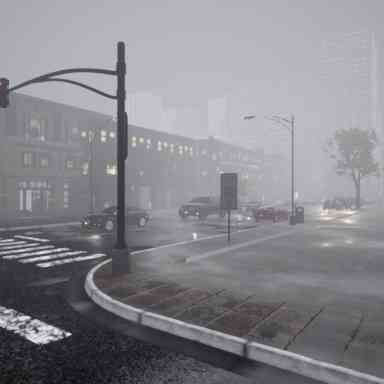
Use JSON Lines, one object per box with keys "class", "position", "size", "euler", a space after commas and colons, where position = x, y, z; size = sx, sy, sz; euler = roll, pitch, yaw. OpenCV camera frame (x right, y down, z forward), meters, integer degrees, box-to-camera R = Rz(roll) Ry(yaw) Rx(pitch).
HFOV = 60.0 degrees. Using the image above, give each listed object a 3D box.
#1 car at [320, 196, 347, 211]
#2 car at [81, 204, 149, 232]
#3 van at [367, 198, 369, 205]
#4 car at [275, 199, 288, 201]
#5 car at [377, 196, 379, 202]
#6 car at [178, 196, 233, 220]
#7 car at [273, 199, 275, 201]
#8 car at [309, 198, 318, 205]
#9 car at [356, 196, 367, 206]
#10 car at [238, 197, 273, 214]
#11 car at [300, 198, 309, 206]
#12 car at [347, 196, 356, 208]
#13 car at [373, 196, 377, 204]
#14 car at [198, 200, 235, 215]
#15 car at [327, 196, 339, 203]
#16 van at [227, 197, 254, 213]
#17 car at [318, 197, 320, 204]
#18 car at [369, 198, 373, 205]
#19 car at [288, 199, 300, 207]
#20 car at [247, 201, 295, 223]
{"class": "car", "position": [19.214, 1.676, 45.149], "size": [1.967, 1.590, 4.097], "euler": [0, -1, 35]}
{"class": "car", "position": [-4.763, 1.578, 21.188], "size": [1.837, 1.490, 4.892], "euler": [0, 0, 34]}
{"class": "van", "position": [31.940, 1.699, 63.222], "size": [1.690, 1.788, 3.998], "euler": [0, -1, 35]}
{"class": "car", "position": [12.264, 1.759, 49.833], "size": [1.752, 1.417, 4.829], "euler": [0, -1, 35]}
{"class": "car", "position": [41.485, 2.037, 76.774], "size": [1.802, 1.307, 4.206], "euler": [0, -1, 35]}
{"class": "car", "position": [1.124, 1.340, 29.507], "size": [2.150, 2.045, 5.566], "euler": [0, 0, 35]}
{"class": "car", "position": [9.180, 1.756, 45.454], "size": [2.008, 1.369, 4.403], "euler": [0, 0, 35]}
{"class": "car", "position": [21.907, 1.876, 63.527], "size": [2.008, 1.369, 4.403], "euler": [0, -1, 35]}
{"class": "car", "position": [28.759, 1.642, 58.704], "size": [2.192, 1.841, 5.009], "euler": [0, -1, 35]}
{"class": "car", "position": [7.036, 1.660, 37.881], "size": [2.128, 1.511, 4.902], "euler": [0, 0, 35]}
{"class": "car", "position": [18.725, 1.846, 59.009], "size": [2.008, 1.369, 4.403], "euler": [0, -1, 35]}
{"class": "car", "position": [22.395, 1.581, 49.668], "size": [2.192, 1.841, 5.009], "euler": [0, -1, 35]}
{"class": "car", "position": [38.402, 1.948, 72.396], "size": [1.752, 1.417, 4.829], "euler": [0, -1, 35]}
{"class": "car", "position": [2.719, 1.674, 36.279], "size": [1.752, 1.417, 4.829], "euler": [0, 0, 35]}
{"class": "car", "position": [34.633, 1.893, 81.599], "size": [1.967, 1.590, 4.097], "euler": [0, -1, 35]}
{"class": "van", "position": [5.998, 1.518, 40.938], "size": [1.690, 1.788, 3.998], "euler": [0, 0, 35]}
{"class": "car", "position": [28.270, 1.828, 72.563], "size": [1.967, 1.590, 4.097], "euler": [0, -1, 35]}
{"class": "car", "position": [35.122, 1.972, 67.737], "size": [1.802, 1.307, 4.206], "euler": [0, -1, 35]}
{"class": "car", "position": [15.543, 1.815, 54.491], "size": [2.008, 1.369, 4.403], "euler": [0, -1, 35]}
{"class": "car", "position": [6.531, 1.670, 27.047], "size": [1.887, 1.381, 4.507], "euler": [0, 0, 35]}
